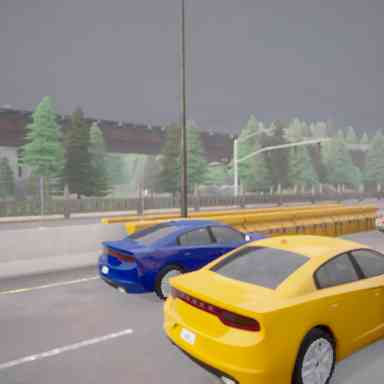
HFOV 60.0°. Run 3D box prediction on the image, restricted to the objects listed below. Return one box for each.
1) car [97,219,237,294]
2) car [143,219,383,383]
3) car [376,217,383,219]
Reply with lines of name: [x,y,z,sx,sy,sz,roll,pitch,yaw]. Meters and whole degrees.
car: [0.240,1.416,8.220,5.008,1.535,1.882,-1,0,-36]
car: [1.970,1.421,5.156,5.008,1.535,1.882,-1,1,-35]
car: [10.717,1.376,15.710,4.718,1.301,1.895,-1,1,-36]
